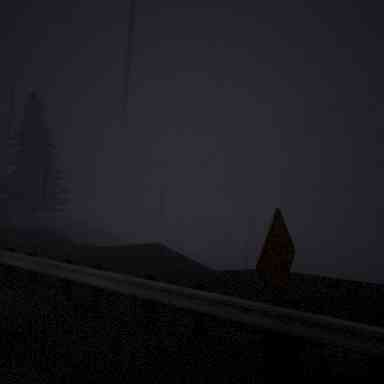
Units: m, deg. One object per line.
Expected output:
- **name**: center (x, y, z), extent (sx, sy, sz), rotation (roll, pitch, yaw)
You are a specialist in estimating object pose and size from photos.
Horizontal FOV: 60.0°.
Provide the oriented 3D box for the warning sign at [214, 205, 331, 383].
- **warning sign**: center (1.091, 1.131, 4.355), extent (1.060, 1.860, 1.300), rotation (-1, 0, 36)
